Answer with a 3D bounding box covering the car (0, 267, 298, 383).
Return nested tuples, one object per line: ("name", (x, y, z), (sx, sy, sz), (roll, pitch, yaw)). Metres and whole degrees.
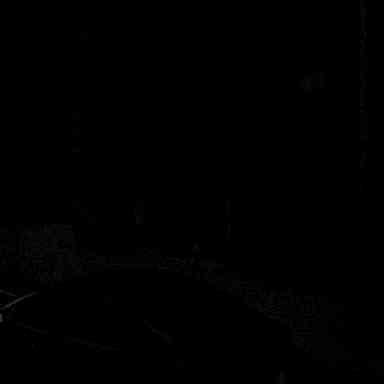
("car", (-1.023, 1.573, 3.810), (4.313, 1.339, 1.947), (0, 0, 36))
